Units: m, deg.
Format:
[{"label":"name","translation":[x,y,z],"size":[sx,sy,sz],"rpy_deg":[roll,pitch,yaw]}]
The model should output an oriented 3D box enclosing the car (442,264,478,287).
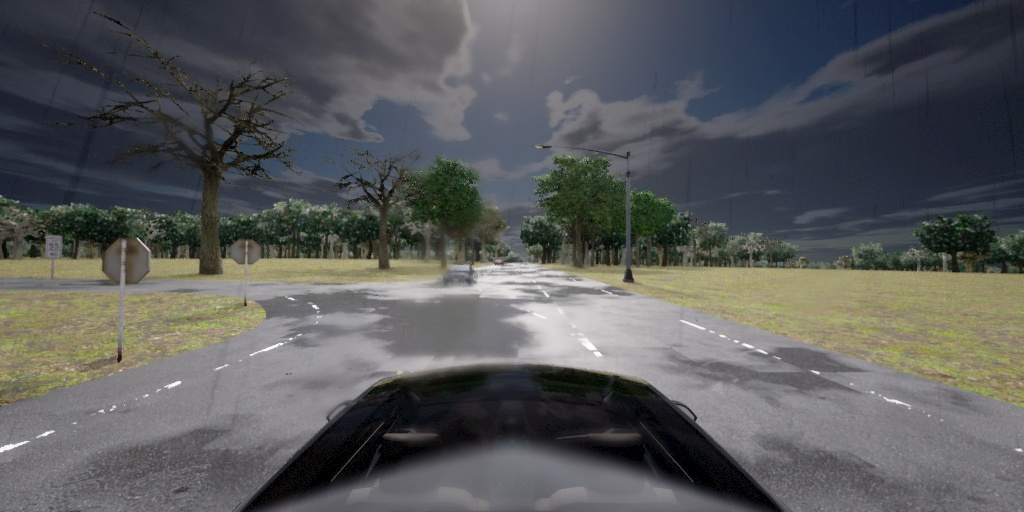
[{"label":"car","translation":[-3.480,1.268,24.675],"size":[1.812,1.442,4.674],"rpy_deg":[1,-1,0]}]
